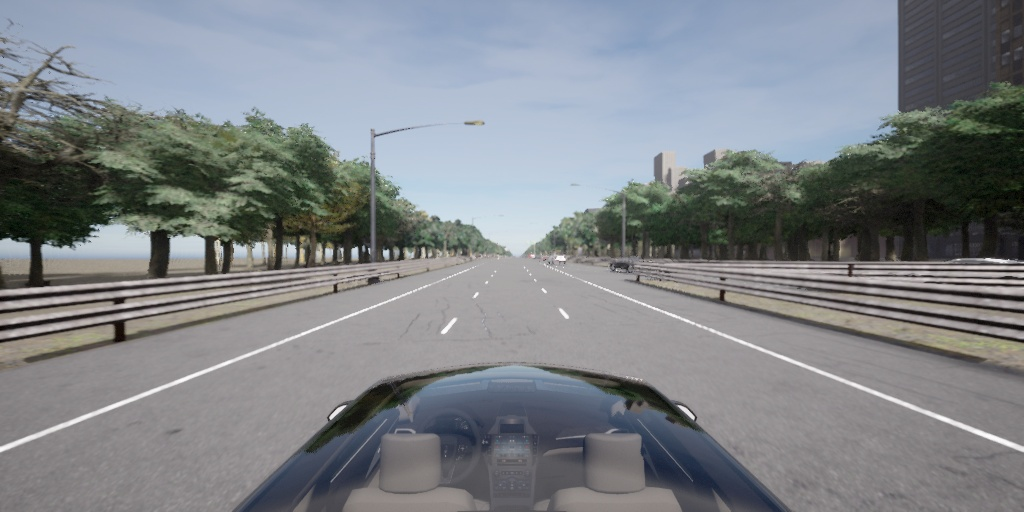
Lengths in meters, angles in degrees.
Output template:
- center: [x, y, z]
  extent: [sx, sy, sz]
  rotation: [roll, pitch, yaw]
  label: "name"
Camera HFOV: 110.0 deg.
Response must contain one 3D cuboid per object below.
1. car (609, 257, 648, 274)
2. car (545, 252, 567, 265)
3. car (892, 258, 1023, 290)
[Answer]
- center: [11.865, 0.858, 36.626]
  extent: [2.128, 1.511, 4.902]
  rotation: [0, 1, -18]
  label: "car"
- center: [7.390, 0.282, 59.004]
  extent: [2.150, 2.045, 5.566]
  rotation: [0, 1, -6]
  label: "car"
- center: [20.733, 0.809, 16.427]
  extent: [1.812, 1.442, 4.674]
  rotation: [0, -1, -31]
  label: "car"
